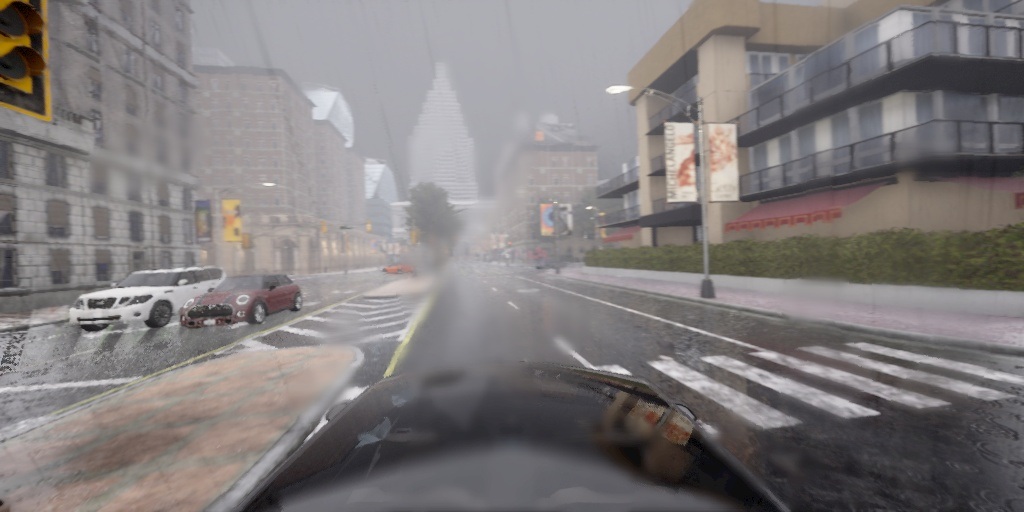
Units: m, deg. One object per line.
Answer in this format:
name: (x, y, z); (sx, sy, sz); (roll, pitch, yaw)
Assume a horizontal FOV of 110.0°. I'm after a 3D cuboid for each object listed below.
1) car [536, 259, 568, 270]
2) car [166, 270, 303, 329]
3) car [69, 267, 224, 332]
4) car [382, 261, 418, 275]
car: (5.169, 1.071, 46.576); (4.181, 1.385, 1.994); (-2, 0, -25)
car: (-9.718, 1.476, 13.305); (2.097, 1.767, 4.553); (-2, 0, -9)
car: (-13.359, 1.489, 13.912); (2.150, 2.045, 5.566); (-2, 0, -9)
car: (-15.760, 1.685, 49.356); (4.553, 1.767, 2.097); (-2, 0, 31)
